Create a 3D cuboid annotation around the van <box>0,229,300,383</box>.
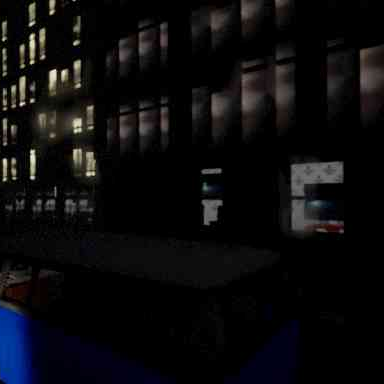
[{"bbox_3d":[-0.914,1.365,3.529,3.998,1.788,1.690,-1,0,36],"label":"van"}]
